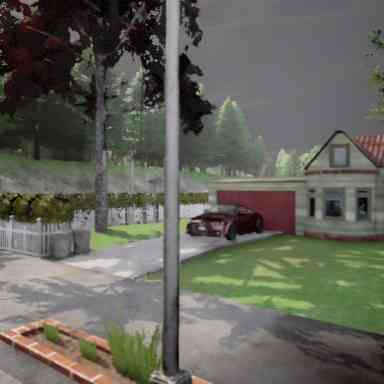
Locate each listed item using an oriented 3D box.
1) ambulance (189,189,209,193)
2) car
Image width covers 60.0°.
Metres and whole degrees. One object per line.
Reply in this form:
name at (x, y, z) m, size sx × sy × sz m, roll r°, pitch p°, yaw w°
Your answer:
ambulance at (1.073, 0.777, 47.974) m, size 2.351 × 2.431 × 6.366 m, roll 1°, pitch 0°, yaw 35°
car at (1.532, 1.234, 14.547) m, size 1.994 × 1.381 × 4.181 m, roll 1°, pitch 0°, yaw 35°
